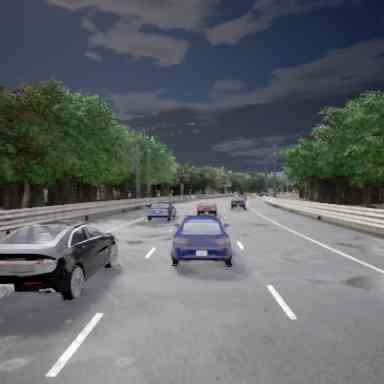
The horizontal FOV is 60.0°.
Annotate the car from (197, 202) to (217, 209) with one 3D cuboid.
[{"bbox_3d":[1.533,1.596,32.445,1.895,1.301,4.718,0,0,5],"label":"car"}]

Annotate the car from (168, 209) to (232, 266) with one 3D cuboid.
[{"bbox_3d":[0.330,1.525,11.478,1.812,1.442,4.674,0,0,2],"label":"car"}]

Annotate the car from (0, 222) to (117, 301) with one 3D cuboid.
[{"bbox_3d":[-3.254,1.488,8.335,2.128,1.511,4.902,0,0,1],"label":"car"}]

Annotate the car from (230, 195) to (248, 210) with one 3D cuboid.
[{"bbox_3d":[6.005,1.475,43.432,1.837,1.490,4.892,0,0,7],"label":"car"}]

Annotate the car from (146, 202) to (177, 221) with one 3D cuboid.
[{"bbox_3d":[-2.390,1.540,27.100,2.033,1.411,5.357,0,0,4],"label":"car"}]

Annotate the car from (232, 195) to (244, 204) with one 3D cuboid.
[{"bbox_3d":[9.315,1.467,66.679,2.128,1.511,4.902,0,0,10],"label":"car"}]
